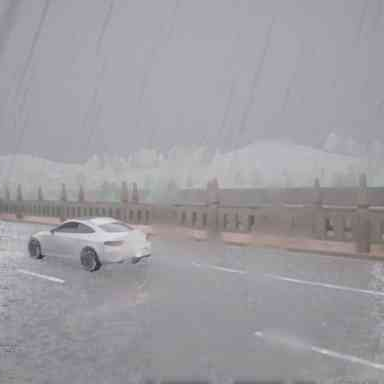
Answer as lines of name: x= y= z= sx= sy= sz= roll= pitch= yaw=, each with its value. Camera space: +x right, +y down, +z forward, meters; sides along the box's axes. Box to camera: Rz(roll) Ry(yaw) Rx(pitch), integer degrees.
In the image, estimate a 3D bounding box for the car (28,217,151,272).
car: x=-3.377 y=1.526 z=10.728 sx=4.674 sy=1.442 sz=1.812 roll=0 pitch=0 yaw=36
